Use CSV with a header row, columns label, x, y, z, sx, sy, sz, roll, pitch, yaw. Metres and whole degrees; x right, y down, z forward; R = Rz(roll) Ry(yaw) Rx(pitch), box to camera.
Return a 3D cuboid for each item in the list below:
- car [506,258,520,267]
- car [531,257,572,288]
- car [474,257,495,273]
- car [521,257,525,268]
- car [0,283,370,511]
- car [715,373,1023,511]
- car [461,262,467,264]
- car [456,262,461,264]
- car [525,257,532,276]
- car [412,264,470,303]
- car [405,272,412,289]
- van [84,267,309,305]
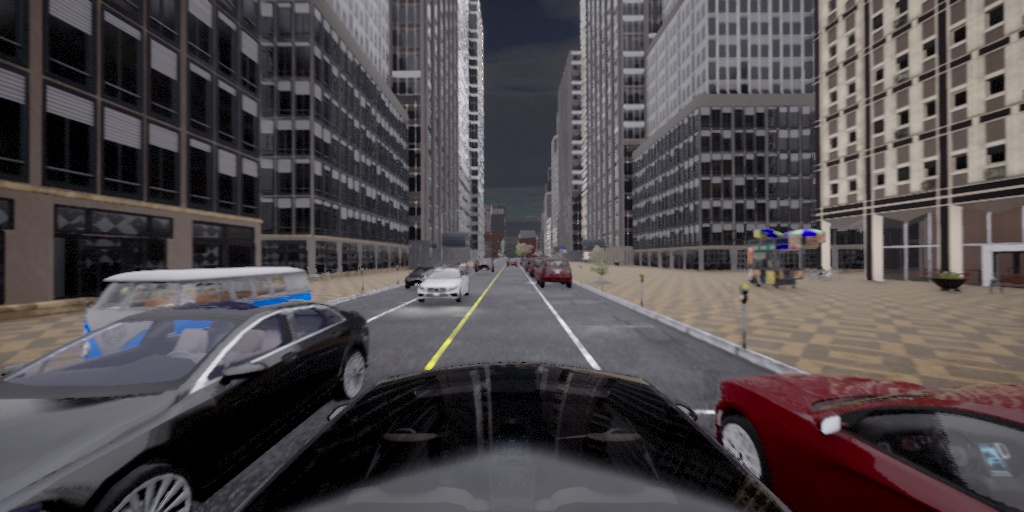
label,x,y,z,sx,sy,sz,roll,pitch,yaw
car,0.020,1.120,65.192,2.097,1.767,4.553,0,0,0
car,2.700,1.059,23.679,2.192,1.841,5.009,0,0,0
car,-2.991,0.851,40.146,2.097,1.767,4.553,0,0,0
car,2.708,1.065,45.837,2.192,1.841,5.009,0,0,0
car,-3.101,1.259,3.632,2.128,1.511,4.902,0,0,0
car,2.716,1.281,1.524,1.888,1.381,4.507,0,0,0
car,-5.674,1.373,40.299,1.802,1.307,4.207,0,0,0
car,-5.678,1.339,29.220,2.007,1.370,4.403,0,0,0
car,2.704,1.062,34.758,2.192,1.841,5.009,0,0,0
car,-3.076,1.297,16.961,1.812,1.442,4.674,0,0,0
car,-5.680,1.353,23.681,1.948,1.339,4.313,0,0,0
van,-5.686,1.122,7.063,1.690,1.789,3.998,0,0,0
